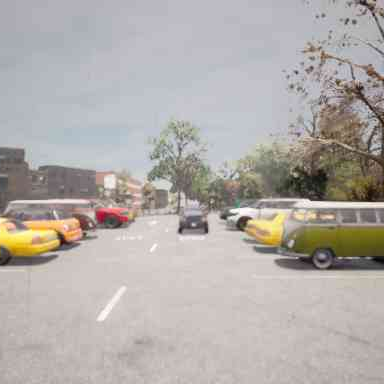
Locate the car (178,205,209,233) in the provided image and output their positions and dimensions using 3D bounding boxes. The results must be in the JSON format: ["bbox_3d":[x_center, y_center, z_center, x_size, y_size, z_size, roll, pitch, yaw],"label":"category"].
[{"bbox_3d":[0.094,1.745,21.164,1.812,1.442,4.674,0,-1,0],"label":"car"}]

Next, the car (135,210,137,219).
[{"bbox_3d":[-7.195,1.816,26.282,5.008,1.535,2.097,0,-1,0],"label":"car"}]

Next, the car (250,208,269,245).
[{"bbox_3d":[5.275,1.568,13.369,5.366,1.575,1.946,0,-1,0],"label":"car"}]

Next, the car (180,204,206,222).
[{"bbox_3d":[0.179,1.973,32.270,1.882,1.535,5.008,0,-1,7],"label":"car"}]

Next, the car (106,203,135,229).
[{"bbox_3d":[-7.157,1.494,23.372,5.566,2.045,2.435,0,-1,0],"label":"car"}]

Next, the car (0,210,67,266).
[{"bbox_3d":[-7.363,1.544,11.222,5.366,1.575,1.946,0,-1,0],"label":"car"}]

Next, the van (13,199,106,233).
[{"bbox_3d":[-7.062,1.403,17.180,4.442,1.987,1.878,0,-1,0],"label":"van"}]

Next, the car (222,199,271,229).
[{"bbox_3d":[5.061,1.458,21.751,5.566,2.045,2.435,0,-1,0],"label":"car"}]

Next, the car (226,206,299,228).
[{"bbox_3d":[5.071,1.775,24.537,4.892,1.521,2.231,0,-1,0],"label":"car"}]

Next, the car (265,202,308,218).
[{"bbox_3d":[11.122,2.081,39.341,4.553,1.767,2.097,0,-2,4],"label":"car"}]

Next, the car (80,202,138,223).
[{"bbox_3d":[-7.182,1.765,29.320,4.553,1.767,2.185,0,-1,0],"label":"car"}]

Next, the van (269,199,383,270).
[{"bbox_3d":[4.973,1.313,10.577,4.442,1.987,1.878,0,-1,0],"label":"van"}]

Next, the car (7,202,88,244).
[{"bbox_3d":[-7.147,1.455,14.141,4.553,1.767,2.185,0,-1,0],"label":"car"}]

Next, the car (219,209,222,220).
[{"bbox_3d":[5.036,1.588,27.212,5.566,2.045,2.435,0,-1,0],"label":"car"}]

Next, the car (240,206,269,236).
[{"bbox_3d":[5.276,1.606,16.030,5.366,1.575,1.946,0,-1,0],"label":"car"}]
